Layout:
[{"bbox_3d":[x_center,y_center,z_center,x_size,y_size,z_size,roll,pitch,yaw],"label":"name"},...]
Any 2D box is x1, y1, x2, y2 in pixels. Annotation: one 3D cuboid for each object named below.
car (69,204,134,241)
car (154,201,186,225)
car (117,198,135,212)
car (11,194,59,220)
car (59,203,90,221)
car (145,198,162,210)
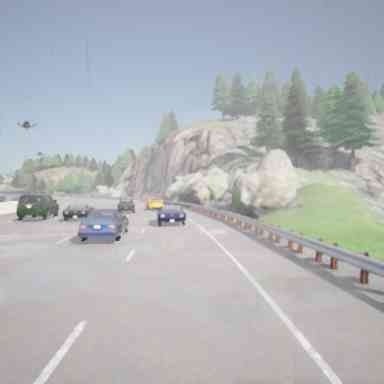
[{"bbox_3d":[-4.280,1.533,16.691,2.033,1.411,5.357,0,0,-5],"label":"car"},{"bbox_3d":[-1.554,1.571,23.729,1.895,1.301,4.718,0,0,-7],"label":"car"},{"bbox_3d":[-7.327,1.456,37.045,2.128,1.511,4.902,0,0,-11],"label":"car"},{"bbox_3d":[-12.733,1.209,27.762,2.150,2.045,5.566,0,0,-9],"label":"car"},{"bbox_3d":[-9.112,1.582,27.232,1.895,1.301,4.718,0,0,-8],"label":"car"},{"bbox_3d":[-4.783,1.430,41.865,1.882,1.535,5.008,0,0,-13],"label":"car"}]
